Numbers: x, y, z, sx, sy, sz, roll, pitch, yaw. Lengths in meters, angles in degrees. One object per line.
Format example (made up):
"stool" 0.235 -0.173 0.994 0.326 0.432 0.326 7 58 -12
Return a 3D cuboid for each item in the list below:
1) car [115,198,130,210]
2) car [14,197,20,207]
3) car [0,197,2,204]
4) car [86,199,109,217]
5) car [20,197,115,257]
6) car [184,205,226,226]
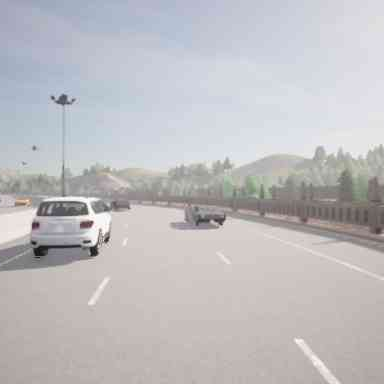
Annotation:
"car" -8.936 1.420 40.945 2.128 1.511 4.902 0 0 -24
"car" -25.255 1.442 49.432 1.882 1.535 5.008 0 0 -29
"car" -37.476 1.428 63.626 1.882 1.535 5.008 0 0 -30
"car" -9.215 1.456 32.205 1.837 1.490 4.892 0 0 -19
"car" -4.515 1.204 13.125 2.150 2.045 5.566 0 0 -8
"car" 0.762 1.541 22.864 1.895 1.301 4.718 0 0 -13
